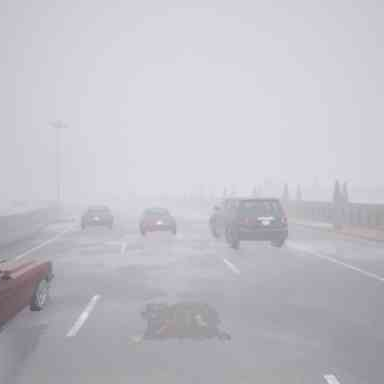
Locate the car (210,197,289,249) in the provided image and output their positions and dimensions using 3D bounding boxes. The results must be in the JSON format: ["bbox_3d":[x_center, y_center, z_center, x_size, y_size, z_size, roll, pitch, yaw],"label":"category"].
[{"bbox_3d":[2.314,1.214,14.783,2.150,2.045,5.566,0,0,-8],"label":"car"}]

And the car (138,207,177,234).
[{"bbox_3d":[-2.084,1.576,19.371,1.994,1.385,4.181,0,0,-11],"label":"car"}]

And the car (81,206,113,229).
[{"bbox_3d":[-6.301,1.594,22.338,1.994,1.385,4.181,0,0,-13],"label":"car"}]

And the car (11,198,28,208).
[{"bbox_3d":[-26.779,1.683,51.586,1.994,1.385,4.181,0,0,-33],"label":"car"}]

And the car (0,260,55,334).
[{"bbox_3d":[-3.661,1.617,4.765,1.895,1.301,4.718,0,0,-3],"label":"car"}]
